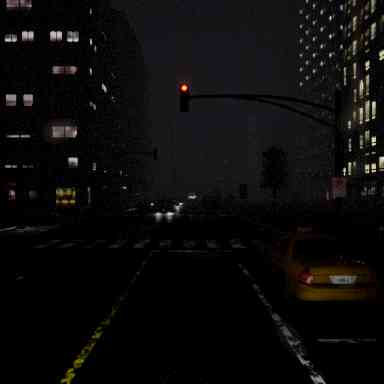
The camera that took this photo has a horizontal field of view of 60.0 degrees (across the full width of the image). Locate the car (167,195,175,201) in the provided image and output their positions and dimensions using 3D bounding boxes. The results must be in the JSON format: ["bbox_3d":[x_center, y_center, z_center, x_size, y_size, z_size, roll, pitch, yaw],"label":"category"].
[{"bbox_3d":[-5.619,1.624,90.052,1.752,1.417,4.829,0,0,0],"label":"car"}]

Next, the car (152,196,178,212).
[{"bbox_3d":[-3.068,1.562,38.480,2.033,1.411,5.357,0,0,0],"label":"car"}]

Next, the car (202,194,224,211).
[{"bbox_3d":[2.720,1.332,40.475,2.192,1.841,5.009,0,0,0],"label":"car"}]

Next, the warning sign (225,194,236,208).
[{"bbox_3d":[5.109,1.135,43.730,1.300,1.860,1.060,0,0,0],"label":"warning sign"}]

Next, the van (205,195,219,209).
[{"bbox_3d":[2.724,1.363,46.001,1.690,1.788,3.998,0,0,0],"label":"van"}]

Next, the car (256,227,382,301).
[{"bbox_3d":[2.694,1.526,8.232,1.752,1.417,4.829,0,0,0],"label":"car"}]

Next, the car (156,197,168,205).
[{"bbox_3d":[-5.642,1.591,62.587,1.887,1.381,4.507,0,0,0],"label":"car"}]

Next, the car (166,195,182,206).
[{"bbox_3d":[-3.046,1.559,54.563,1.812,1.442,4.674,0,0,0],"label":"car"}]

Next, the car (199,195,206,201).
[{"bbox_3d":[2.761,1.624,90.385,1.752,1.417,4.829,0,0,0],"label":"car"}]

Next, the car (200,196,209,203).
[{"bbox_3d":[2.747,1.611,73.635,1.887,1.381,4.507,0,0,0],"label":"car"}]

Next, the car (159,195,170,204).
[{"bbox_3d":[-5.638,1.496,68.115,1.967,1.590,4.097,0,0,0],"label":"car"}]

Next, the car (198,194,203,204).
[{"bbox_3d":[2.737,1.361,62.581,2.192,1.841,5.009,0,0,0],"label":"car"}]

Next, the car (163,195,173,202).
[{"bbox_3d":[-5.629,1.516,79.168,1.967,1.590,4.097,0,0,0],"label":"car"}]

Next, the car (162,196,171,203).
[{"bbox_3d":[-5.633,1.648,73.642,1.802,1.307,4.206,0,0,0],"label":"car"}]

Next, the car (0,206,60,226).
[{"bbox_3d":[-12.183,1.737,25.046,4.181,1.385,1.994,-1,0,-6],"label":"car"}]

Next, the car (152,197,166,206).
[{"bbox_3d":[-5.646,1.588,57.062,2.008,1.369,4.403,0,0,0],"label":"car"}]

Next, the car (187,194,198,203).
[{"bbox_3d":[0.159,1.660,69.628,1.895,1.301,4.718,0,0,0],"label":"car"}]

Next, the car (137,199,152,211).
[{"bbox_3d":[-5.659,1.567,40.482,2.008,1.369,4.403,0,0,0],"label":"car"}]
